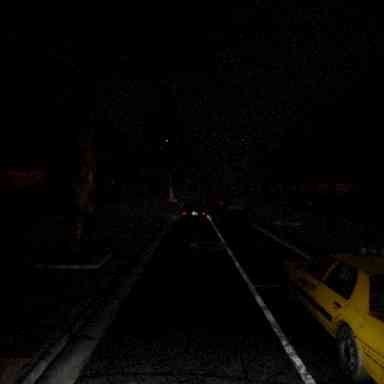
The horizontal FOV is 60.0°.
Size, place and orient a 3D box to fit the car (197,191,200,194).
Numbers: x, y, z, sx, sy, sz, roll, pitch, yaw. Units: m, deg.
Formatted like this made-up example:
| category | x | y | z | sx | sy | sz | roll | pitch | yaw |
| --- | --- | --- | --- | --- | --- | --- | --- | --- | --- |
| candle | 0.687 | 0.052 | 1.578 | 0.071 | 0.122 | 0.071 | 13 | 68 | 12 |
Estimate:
| category | x | y | z | sx | sy | sz | roll | pitch | yaw |
| --- | --- | --- | --- | --- | --- | --- | --- | --- | --- |
| car | 2.693 | 0.932 | 65.956 | 2.192 | 1.841 | 5.009 | 1 | 0 | 0 |

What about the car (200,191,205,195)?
| category | x | y | z | sx | sy | sz | roll | pitch | yaw |
| --- | --- | --- | --- | --- | --- | --- | --- | --- | --- |
| car | 2.683 | 1.035 | 49.334 | 2.192 | 1.841 | 5.009 | 1 | 0 | 0 |

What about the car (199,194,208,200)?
| category | x | y | z | sx | sy | sz | roll | pitch | yaw |
| --- | --- | --- | --- | --- | --- | --- | --- | --- | --- |
| car | 2.698 | 1.092 | 77.039 | 1.887 | 1.381 | 4.507 | 1 | 0 | 0 |

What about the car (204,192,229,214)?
| category | x | y | z | sx | sy | sz | roll | pitch | yaw |
| --- | --- | --- | --- | --- | --- | --- | --- | --- | --- |
| car | 2.672 | 1.138 | 32.711 | 2.192 | 1.841 | 5.009 | 1 | 0 | 0 |

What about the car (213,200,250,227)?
| category | x | y | z | sx | sy | sz | roll | pitch | yaw |
| --- | --- | --- | --- | --- | --- | --- | --- | --- | --- |
| car | 2.661 | 1.440 | 21.631 | 2.008 | 1.369 | 4.403 | 1 | 0 | 0 |

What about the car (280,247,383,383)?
| category | x | y | z | sx | sy | sz | roll | pitch | yaw |
| --- | --- | --- | --- | --- | --- | --- | --- | --- | --- |
| car | 2.650 | 1.501 | 5.176 | 1.752 | 1.417 | 4.829 | 1 | 0 | 0 |

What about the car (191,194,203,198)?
| category | x | y | z | sx | sy | sz | roll | pitch | yaw |
| --- | --- | --- | --- | --- | --- | --- | --- | --- | --- |
| car | 0.130 | 1.356 | 43.649 | 1.895 | 1.301 | 4.718 | 0 | 0 | 0 |

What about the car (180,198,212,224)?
| category | x | y | z | sx | sy | sz | roll | pitch | yaw |
| --- | --- | --- | --- | --- | --- | --- | --- | --- | --- |
| car | 0.116 | 1.424 | 23.820 | 2.033 | 1.411 | 5.357 | 0 | 0 | 0 |
